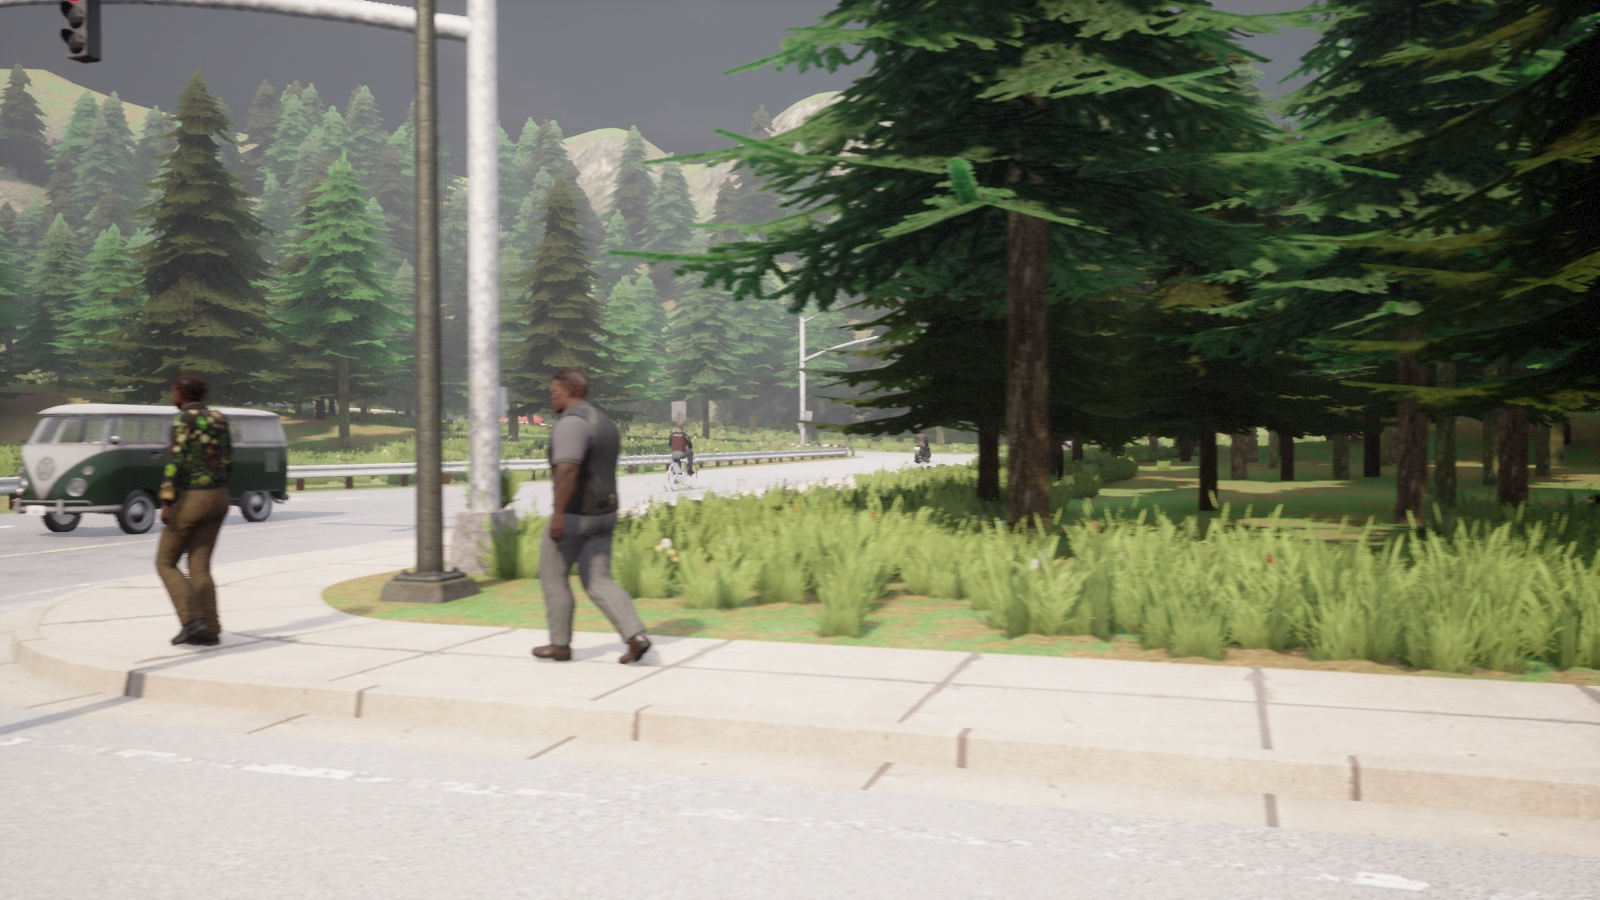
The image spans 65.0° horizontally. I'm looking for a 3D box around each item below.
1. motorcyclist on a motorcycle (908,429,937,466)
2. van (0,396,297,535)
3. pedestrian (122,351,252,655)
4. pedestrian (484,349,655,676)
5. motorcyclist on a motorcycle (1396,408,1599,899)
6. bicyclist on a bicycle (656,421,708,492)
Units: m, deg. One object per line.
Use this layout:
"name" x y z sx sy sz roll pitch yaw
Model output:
"motorcyclist on a motorcycle" 5.589 -0.144 57.323 0.766 1.649 2.350 1 1 20
"van" -10.420 0.189 20.397 1.775 1.987 4.442 1 1 18
"pedestrian" -4.039 0.334 8.280 0.692 1.930 0.395 1 1 20
"pedestrian" -1.397 0.355 7.649 0.849 1.883 0.563 1 1 20
"motorcyclist on a motorcycle" 2.464 0.749 2.356 2.350 1.649 0.766 0 1 19
"bicyclist on a bicycle" -3.008 0.145 32.238 0.659 1.776 1.843 1 1 18
